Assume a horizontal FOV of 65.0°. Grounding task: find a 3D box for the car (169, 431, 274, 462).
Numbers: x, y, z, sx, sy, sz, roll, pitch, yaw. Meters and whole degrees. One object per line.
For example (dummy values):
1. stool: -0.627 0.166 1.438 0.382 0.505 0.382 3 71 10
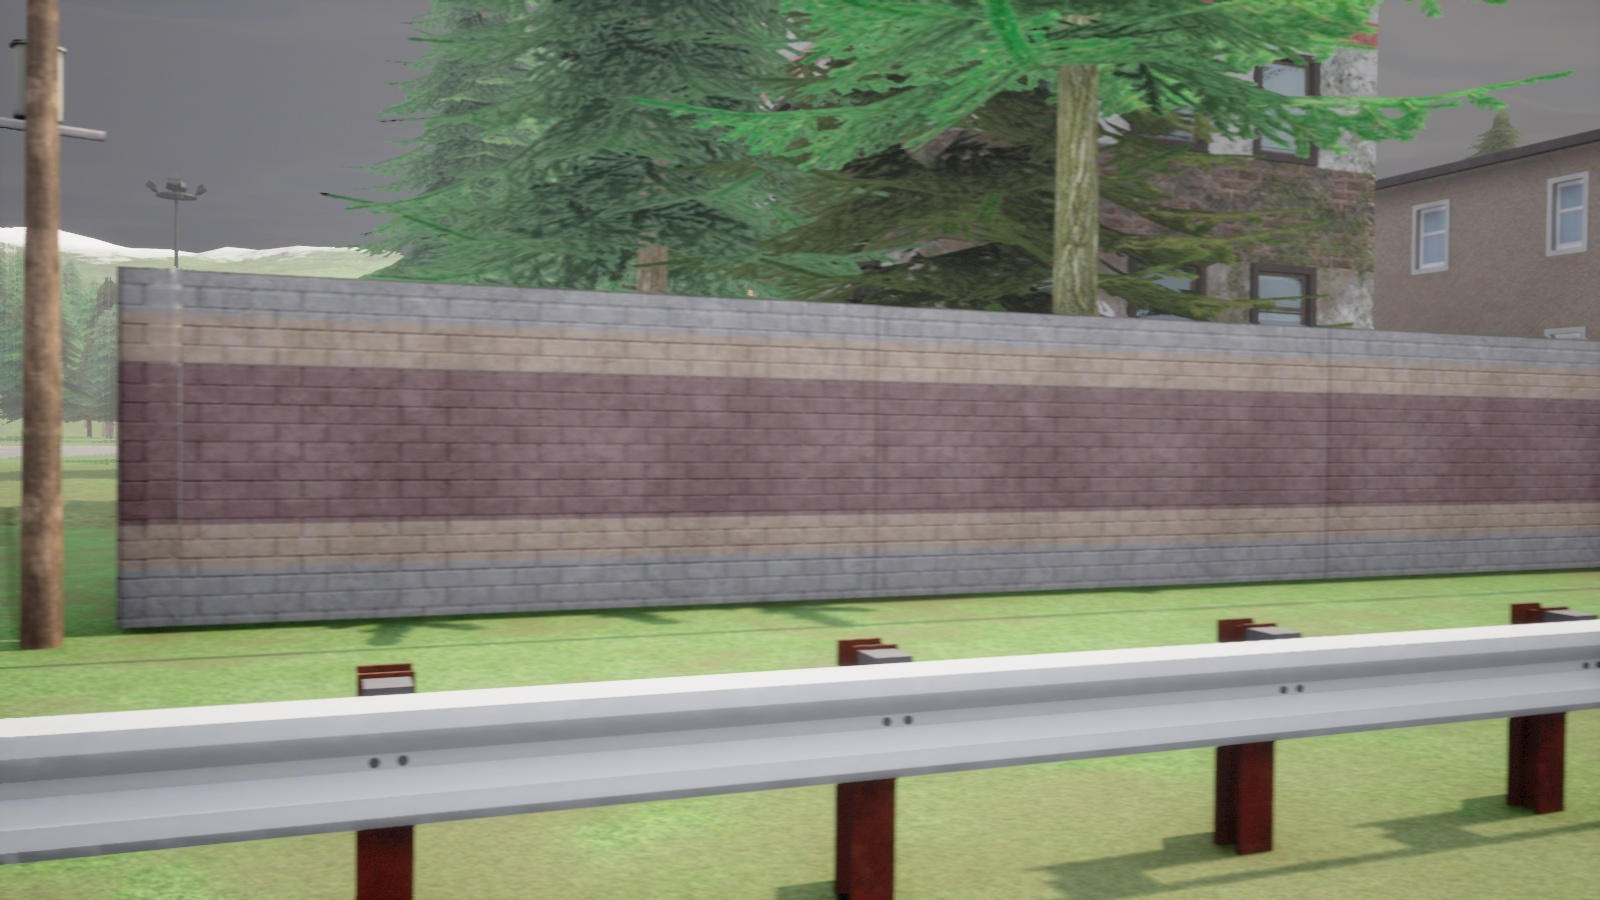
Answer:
1. car: -32.832 -0.230 71.391 2.152 1.651 5.027 0 1 35
